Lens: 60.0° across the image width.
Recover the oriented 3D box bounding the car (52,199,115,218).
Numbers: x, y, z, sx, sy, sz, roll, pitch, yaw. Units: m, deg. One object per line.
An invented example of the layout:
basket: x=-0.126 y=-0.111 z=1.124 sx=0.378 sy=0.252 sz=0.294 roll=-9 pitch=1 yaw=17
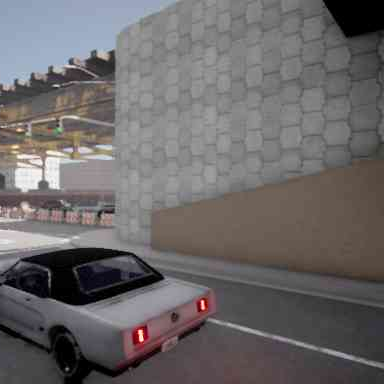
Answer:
car: x=-8.610 y=1.236 z=27.175 sx=4.536 sy=1.218 sz=1.853 roll=0 pitch=0 yaw=1

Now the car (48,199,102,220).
car: x=-8.662 y=1.394 z=27.175 sx=4.974 sy=1.542 sz=2.038 roll=0 pitch=0 yaw=1

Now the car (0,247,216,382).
car: x=-2.068 y=1.589 z=5.438 sx=4.718 sy=1.301 sz=1.895 roll=0 pitch=0 yaw=36

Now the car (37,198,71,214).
car: x=-12.359 y=1.224 z=29.988 sx=1.853 sy=1.218 sz=4.536 roll=0 pitch=0 yaw=-9

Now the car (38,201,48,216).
car: x=-12.351 y=1.382 z=29.937 sx=2.038 sy=1.542 sz=4.974 roll=0 pitch=0 yaw=-9
